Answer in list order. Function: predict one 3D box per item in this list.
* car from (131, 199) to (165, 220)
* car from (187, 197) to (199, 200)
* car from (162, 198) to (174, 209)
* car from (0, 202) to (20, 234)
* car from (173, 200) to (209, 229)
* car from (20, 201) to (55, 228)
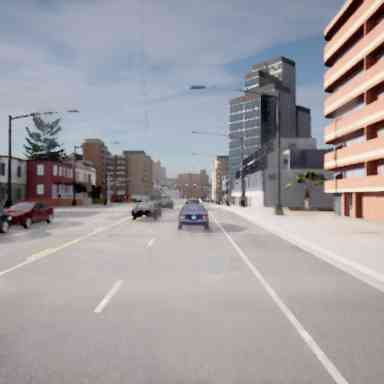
[{"bbox_3d":[-3.470,1.458,26.328,1.895,1.301,4.718,0,0,0],"label":"car"},{"bbox_3d":[0.090,1.425,42.470,2.128,1.511,4.902,0,-1,0],"label":"car"},{"bbox_3d":[-3.428,1.516,43.577,1.994,1.385,4.181,0,-1,0],"label":"car"},{"bbox_3d":[-10.501,1.416,15.782,1.837,1.490,4.892,0,0,0],"label":"car"},{"bbox_3d":[0.098,1.437,20.799,2.033,1.411,5.357,0,0,0],"label":"car"},{"bbox_3d":[-10.503,1.359,21.168,1.882,1.535,5.008,0,0,0],"label":"car"}]
